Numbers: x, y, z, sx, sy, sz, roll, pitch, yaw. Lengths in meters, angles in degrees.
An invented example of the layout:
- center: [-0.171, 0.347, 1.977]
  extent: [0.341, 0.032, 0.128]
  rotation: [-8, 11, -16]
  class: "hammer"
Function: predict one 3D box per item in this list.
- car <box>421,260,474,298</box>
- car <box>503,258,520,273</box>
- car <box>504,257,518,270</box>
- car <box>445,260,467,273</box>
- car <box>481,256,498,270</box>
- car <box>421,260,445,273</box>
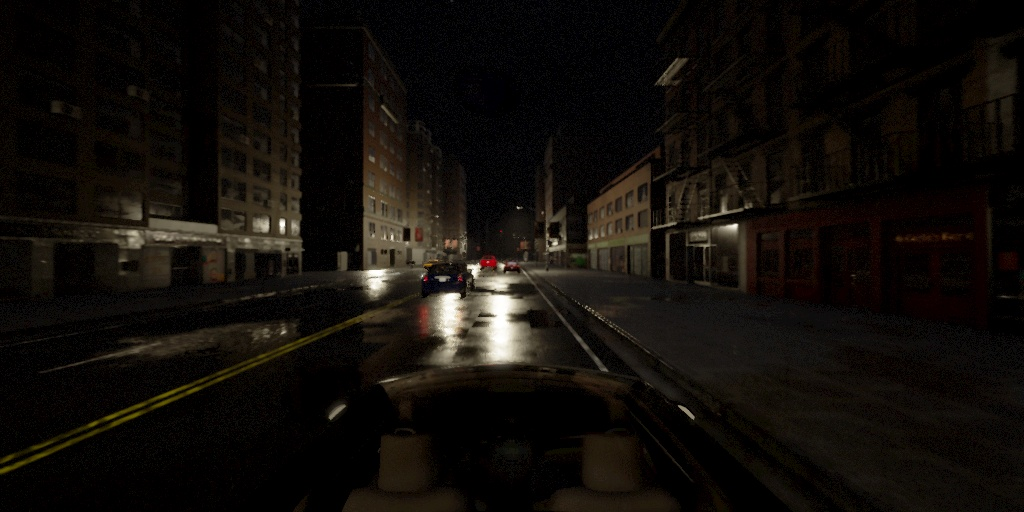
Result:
- center: [-3.198, 1.109, 18.610]
  extent: [2.097, 1.767, 4.553]
  rotation: [0, 0, 0]
  class: "car"
- center: [-0.023, 1.310, 42.944]
  extent: [1.994, 1.385, 4.181]
  rotation: [0, 0, 0]
  class: "car"
- center: [-0.162, 1.098, 54.712]
  extent: [2.097, 1.767, 4.553]
  rotation: [0, 0, 0]
  class: "car"
- center: [-6.713, 1.239, 43.763]
  extent: [1.882, 1.535, 5.008]
  rotation: [0, 0, 0]
  class: "car"
- center: [-3.304, 0.974, 51.808]
  extent: [2.150, 2.045, 5.566]
  rotation: [0, 0, 0]
  class: "car"
- center: [-9.959, 1.247, 45.378]
  extent: [1.882, 1.535, 5.008]
  rotation: [0, 0, 0]
  class: "car"
